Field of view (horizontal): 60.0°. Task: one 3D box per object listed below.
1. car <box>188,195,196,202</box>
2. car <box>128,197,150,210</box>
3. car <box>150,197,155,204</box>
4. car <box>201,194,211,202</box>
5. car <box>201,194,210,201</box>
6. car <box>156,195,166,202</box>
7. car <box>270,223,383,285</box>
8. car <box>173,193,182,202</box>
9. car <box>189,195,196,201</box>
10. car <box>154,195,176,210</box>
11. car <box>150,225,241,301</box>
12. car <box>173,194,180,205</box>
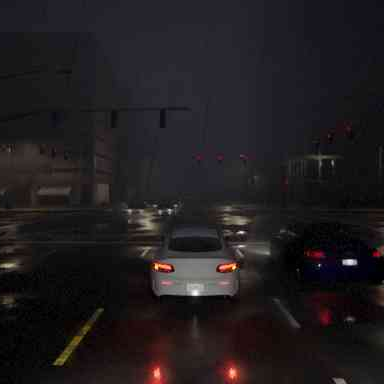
[{"bbox_3d":[0.030,1.517,77.887,2.128,1.511,4.902,0,0,0],"label":"car"},{"bbox_3d":[-7.189,1.525,44.184,1.812,1.442,4.674,0,0,2],"label":"car"},{"bbox_3d":[-7.053,1.546,59.190,2.033,1.411,5.357,0,0,0],"label":"car"},{"bbox_3d":[3.531,1.545,78.443,1.994,1.385,4.181,0,0,0],"label":"car"},{"bbox_3d":[3.534,1.314,86.968,2.097,1.767,4.553,0,0,0],"label":"car"},{"bbox_3d":[-6.971,1.477,74.606,1.882,1.535,5.008,0,0,0],"label":"car"},{"bbox_3d":[3.582,1.564,9.545,1.994,1.385,4.181,0,0,0],"label":"car"},{"bbox_3d":[-3.471,1.224,75.002,2.150,2.045,5.566,0,0,0],"label":"car"},{"bbox_3d":[0.034,1.492,87.215,1.812,1.442,4.674,0,0,0],"label":"car"},{"bbox_3d":[-3.478,1.547,44.007,2.033,1.411,5.357,0,0,-2],"label":"car"},{"bbox_3d":[0.073,1.526,8.177,1.812,1.442,4.674,0,0,0],"label":"car"},{"bbox_3d":[-3.552,1.525,59.392,1.812,1.442,4.674,0,0,0],"label":"car"}]
